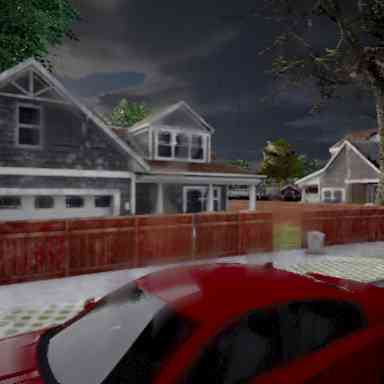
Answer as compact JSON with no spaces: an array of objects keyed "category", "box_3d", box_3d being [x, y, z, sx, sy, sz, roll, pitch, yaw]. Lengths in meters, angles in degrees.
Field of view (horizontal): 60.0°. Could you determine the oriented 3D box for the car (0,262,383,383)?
[{"category":"car","box_3d":[0.062,1.466,2.878,5.008,1.535,1.882,0,0,-33]}]
